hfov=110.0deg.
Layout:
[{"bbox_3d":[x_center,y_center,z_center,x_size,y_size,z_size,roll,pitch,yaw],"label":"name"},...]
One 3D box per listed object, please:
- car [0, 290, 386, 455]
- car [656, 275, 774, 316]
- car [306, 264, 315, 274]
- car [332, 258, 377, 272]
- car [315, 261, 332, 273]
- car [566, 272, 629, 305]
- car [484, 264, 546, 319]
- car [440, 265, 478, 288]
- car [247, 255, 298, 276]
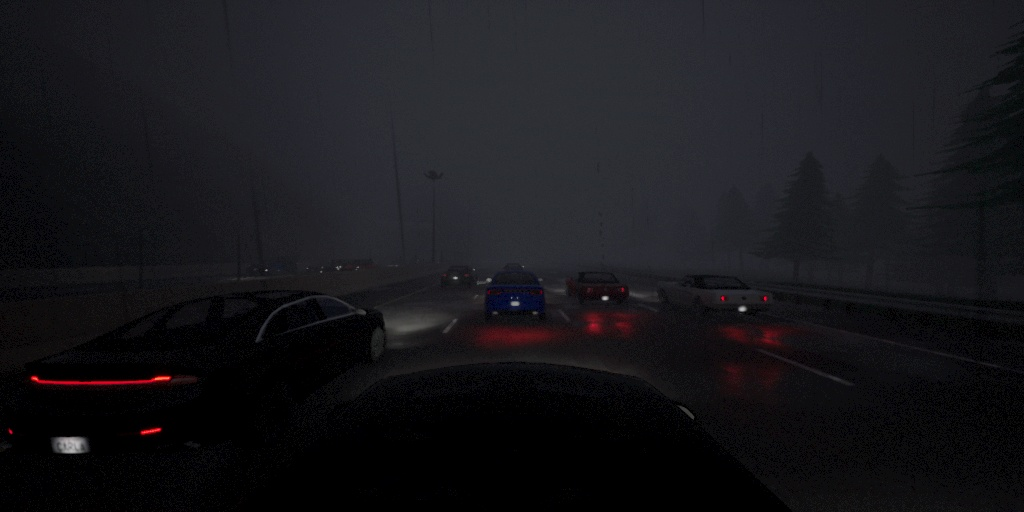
[{"bbox_3d":[-3.401,1.239,5.188,2.128,1.511,4.902,0,0,0],"label":"car"},{"bbox_3d":[7.095,1.343,13.260,1.895,1.301,4.718,0,0,0],"label":"car"},{"bbox_3d":[-21.098,1.247,40.231,1.812,1.442,4.674,0,0,0],"label":"car"},{"bbox_3d":[-14.102,1.079,32.833,2.097,1.767,4.553,0,0,0],"label":"car"},{"bbox_3d":[-17.600,1.075,36.691,2.097,1.767,4.553,0,0,0],"label":"car"},{"bbox_3d":[3.596,1.341,16.053,1.895,1.301,4.718,0,0,0],"label":"car"},{"bbox_3d":[0.098,1.220,12.768,1.882,1.535,5.008,0,0,0],"label":"car"},{"bbox_3d":[-3.406,1.298,23.571,1.994,1.385,4.181,0,0,0],"label":"car"},{"bbox_3d":[-24.603,0.945,37.131,2.150,2.045,5.566,0,0,0],"label":"car"}]
